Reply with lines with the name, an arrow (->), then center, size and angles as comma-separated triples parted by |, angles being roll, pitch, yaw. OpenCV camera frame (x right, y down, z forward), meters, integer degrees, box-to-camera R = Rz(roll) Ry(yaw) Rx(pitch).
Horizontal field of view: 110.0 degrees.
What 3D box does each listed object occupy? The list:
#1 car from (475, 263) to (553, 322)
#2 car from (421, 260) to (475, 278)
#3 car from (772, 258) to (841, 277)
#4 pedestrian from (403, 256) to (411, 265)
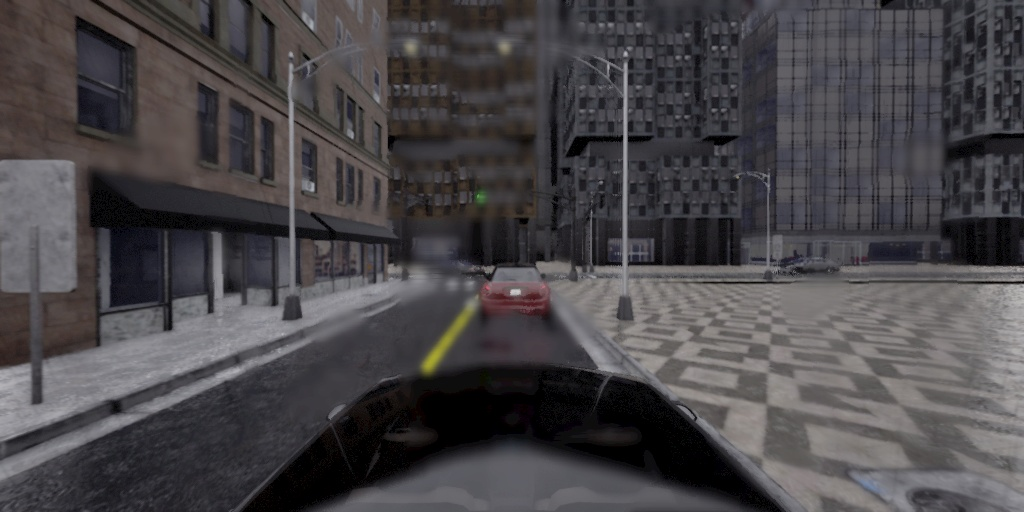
car -> 0.126, 0.999, 12.019 | 2.097, 1.767, 4.553 | 0, 1, 0
car -> -4.875, 1.025, 29.293 | 5.357, 1.411, 2.033 | 0, 0, 28
car -> 24.466, 0.921, 29.884 | 4.902, 1.511, 2.128 | 0, 1, 1
pedestrian -> -9.801, 0.586, 33.319 | 0.375, 1.860, 0.375 | 0, 1, 1
